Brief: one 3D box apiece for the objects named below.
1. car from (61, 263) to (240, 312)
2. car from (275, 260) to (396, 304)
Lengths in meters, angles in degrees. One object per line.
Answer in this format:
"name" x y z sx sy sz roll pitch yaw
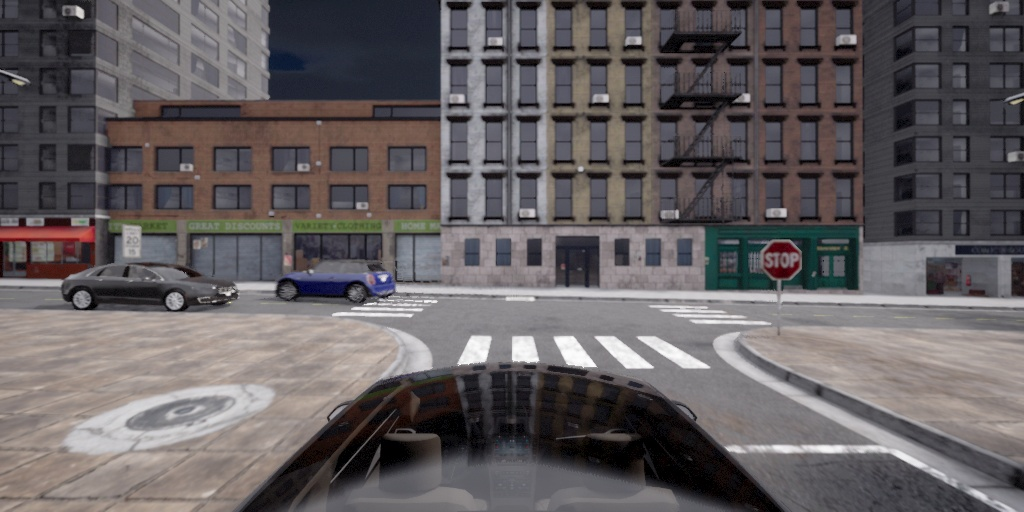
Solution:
"car" -11.884 0.984 11.976 4.892 1.490 1.837 1 0 0
"car" -7.280 0.924 14.847 4.553 1.767 2.097 1 0 10
